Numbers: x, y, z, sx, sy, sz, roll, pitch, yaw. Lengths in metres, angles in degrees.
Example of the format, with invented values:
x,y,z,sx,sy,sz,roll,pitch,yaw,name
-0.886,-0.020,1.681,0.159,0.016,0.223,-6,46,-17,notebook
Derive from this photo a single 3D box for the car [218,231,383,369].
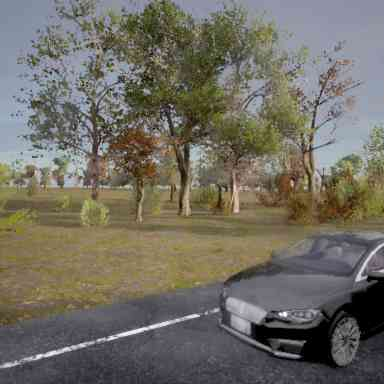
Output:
x,y,z,sx,sy,sz,roll,pitch,yaw,name
2.660,1.493,5.800,4.902,1.511,2.128,0,0,-35,car
